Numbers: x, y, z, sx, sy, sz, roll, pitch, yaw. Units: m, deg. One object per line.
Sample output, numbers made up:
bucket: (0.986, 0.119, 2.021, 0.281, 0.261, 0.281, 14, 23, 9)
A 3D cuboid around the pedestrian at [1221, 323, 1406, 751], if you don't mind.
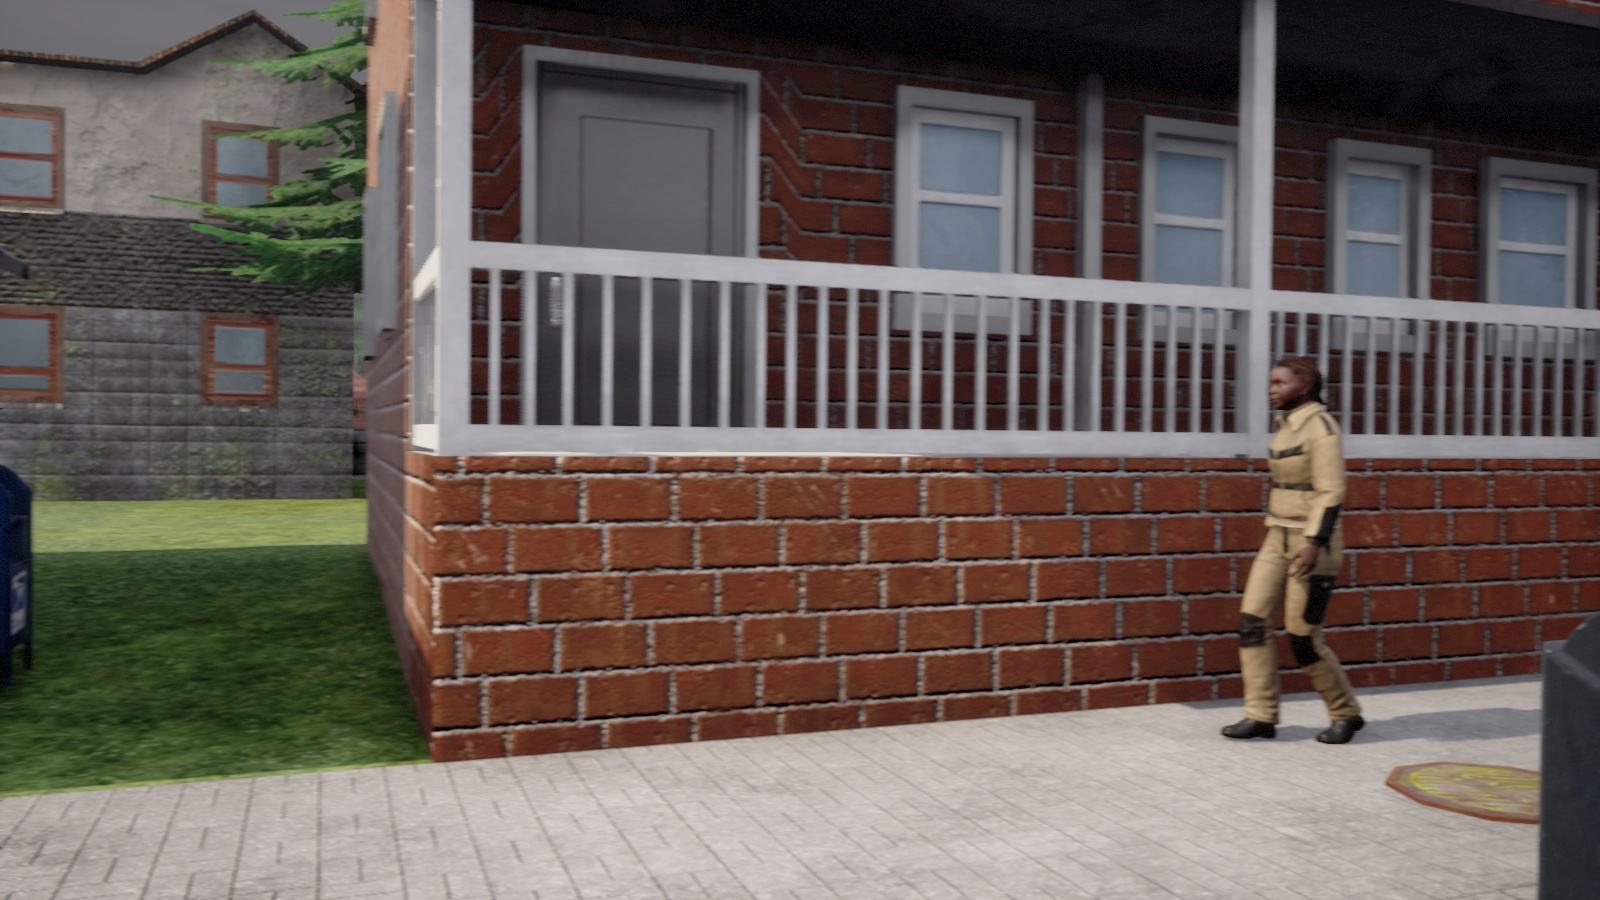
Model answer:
pedestrian: (2.407, 0.385, 5.908, 0.692, 1.930, 0.396, -1, 1, -10)
